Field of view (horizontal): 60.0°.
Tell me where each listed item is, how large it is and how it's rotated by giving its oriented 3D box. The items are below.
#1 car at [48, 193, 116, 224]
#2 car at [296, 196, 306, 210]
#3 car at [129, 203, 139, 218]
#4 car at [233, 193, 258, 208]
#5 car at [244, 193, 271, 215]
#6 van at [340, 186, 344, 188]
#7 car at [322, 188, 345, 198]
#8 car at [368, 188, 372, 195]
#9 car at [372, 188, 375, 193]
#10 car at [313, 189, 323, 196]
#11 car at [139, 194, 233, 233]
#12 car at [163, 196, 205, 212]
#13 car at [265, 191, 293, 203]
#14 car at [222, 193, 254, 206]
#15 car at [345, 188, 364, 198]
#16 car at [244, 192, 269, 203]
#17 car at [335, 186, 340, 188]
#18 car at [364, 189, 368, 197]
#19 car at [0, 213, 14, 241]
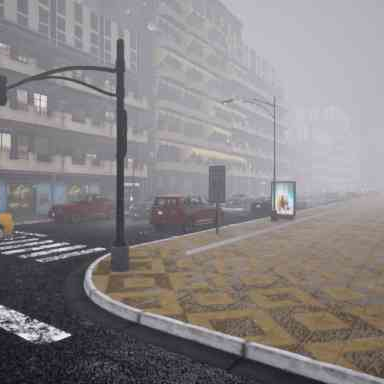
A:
[{"bbox_3d":[-7.047,1.010,22.456,2.192,1.841,5.009,1,2,35],"label":"car"},{"bbox_3d":[9.386,0.965,31.358,1.947,1.339,4.313,1,2,35],"label":"car"},{"bbox_3d":[-2.513,0.972,24.457,2.097,1.767,4.553,0,1,35],"label":"car"},{"bbox_3d":[5.271,0.872,35.590,1.837,1.490,4.892,0,1,35],"label":"car"},{"bbox_3d":[6.209,1.069,26.809,1.947,1.339,4.313,1,2,35],"label":"car"},{"bbox_3d":[37.414,-0.446,86.109,1.690,1.788,3.998,2,2,35],"label":"van"},{"bbox_3d":[24.595,0.380,57.681,1.994,1.385,4.181,0,1,35],"label":"car"},{"bbox_3d":[34.798,0.096,67.737,1.887,1.381,4.507,1,2,35],"label":"car"},{"bbox_3d":[37.974,-0.012,72.285,1.887,1.381,4.507,1,2,35],"label":"car"},{"bbox_3d":[27.885,-0.025,72.471,1.967,1.590,4.097,2,2,35],"label":"car"},{"bbox_3d":[-0.142,1.026,17.708,2.192,1.841,5.009,1,2,35],"label":"car"},{"bbox_3d":[-0.697,1.069,31.557,1.802,1.307,4.206,2,2,35],"label":"car"},{"bbox_3d":[11.795,0.643,44.858,2.128,1.511,4.902,0,1,35],"label":"car"},{"bbox_3d":[5.655,0.829,40.649,2.008,1.369,4.403,2,2,35],"label":"car"},{"bbox_3d":[28.445,0.309,58.643,1.887,1.381,4.507,1,2,35],"label":"car"},{"bbox_3d":[8.830,0.754,45.196,1.802,1.307,4.206,2,2,35],"label":"car"},{"bbox_3d":[34.238,-0.239,81.565,1.967,1.590,4.097,2,2,35],"label":"car"},{"bbox_3d":[31.622,0.098,63.187,1.967,1.590,4.097,1,2,35],"label":"car"},{"bbox_3d":[-9.433,1.352,12.774,1.882,1.535,5.008,-1,1,22],"label":"car"}]
